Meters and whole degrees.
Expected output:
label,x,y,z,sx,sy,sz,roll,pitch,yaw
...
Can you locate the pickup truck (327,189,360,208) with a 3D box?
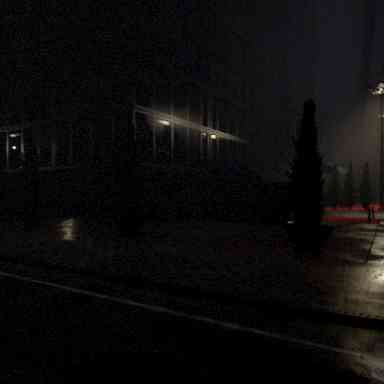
label,x,y,z,sx,sy,sz,roll,pitch,yaw
pickup truck,17.500,0.646,37.766,6.274,2.098,2.390,-1,1,-29
